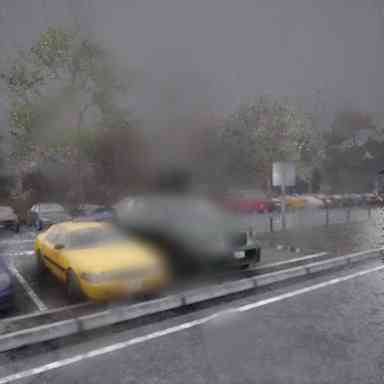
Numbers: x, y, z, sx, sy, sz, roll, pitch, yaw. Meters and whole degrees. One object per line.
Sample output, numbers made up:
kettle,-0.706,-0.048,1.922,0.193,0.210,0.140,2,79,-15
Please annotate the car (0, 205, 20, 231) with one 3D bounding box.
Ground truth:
car,-11.050,1.466,18.792,2.097,1.535,5.008,-1,1,-36

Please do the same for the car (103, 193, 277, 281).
car,-0.458,1.162,10.245,2.435,2.045,5.566,-1,1,-36

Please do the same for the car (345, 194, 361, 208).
car,16.037,0.990,38.168,2.097,1.535,5.008,-1,1,-36

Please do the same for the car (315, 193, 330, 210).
car,11.528,1.108,34.933,2.002,1.452,4.674,-1,1,-36

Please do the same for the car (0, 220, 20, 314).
car,-5.033,1.534,7.011,2.002,1.452,4.674,-1,1,-36

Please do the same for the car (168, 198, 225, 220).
car,0.257,1.296,26.837,2.163,1.488,4.792,-1,1,-36

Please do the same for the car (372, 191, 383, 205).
car,20.537,0.943,41.416,2.163,1.488,4.792,-1,1,-36

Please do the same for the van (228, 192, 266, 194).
van,4.683,0.960,30.182,1.878,1.987,4.442,-1,1,-36

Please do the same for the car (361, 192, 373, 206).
car,18.301,0.952,39.773,2.231,1.521,4.892,-1,1,-36

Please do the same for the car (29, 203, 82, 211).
car,-8.793,1.427,20.407,2.231,1.521,4.892,-1,1,-36

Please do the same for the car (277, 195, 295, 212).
car,7.013,1.187,31.701,2.002,1.452,4.674,-1,1,-36

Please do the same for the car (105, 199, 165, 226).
car,-4.167,1.343,23.480,1.946,1.575,5.366,-1,1,-36

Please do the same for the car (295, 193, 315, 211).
car,9.272,1.107,33.315,2.097,1.535,5.008,-1,1,-36

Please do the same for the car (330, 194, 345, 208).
car,13.763,0.903,36.573,2.185,1.767,4.553,-1,1,-36

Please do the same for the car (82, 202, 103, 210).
car,-6.549,1.416,22.040,2.163,1.488,4.792,-1,1,-36

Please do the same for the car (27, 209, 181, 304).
car,-2.644,1.450,8.488,1.946,1.575,5.366,-1,1,-36
